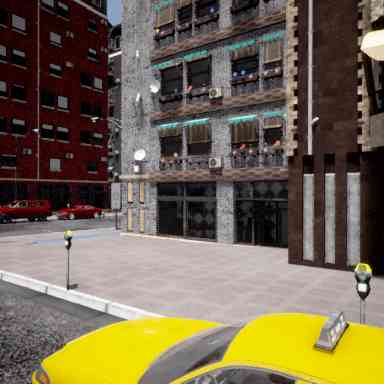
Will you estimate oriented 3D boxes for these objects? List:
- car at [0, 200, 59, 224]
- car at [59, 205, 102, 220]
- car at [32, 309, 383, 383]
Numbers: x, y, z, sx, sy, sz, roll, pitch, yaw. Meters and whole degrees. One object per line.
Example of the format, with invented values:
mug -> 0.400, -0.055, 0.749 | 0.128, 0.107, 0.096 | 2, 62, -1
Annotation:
car -> -14.179, 1.591, 27.655 | 2.192, 1.841, 5.009 | -1, -2, 35
car -> -10.884, 1.923, 32.295 | 1.887, 1.381, 4.507 | -1, -2, 35
car -> 0.718, 1.525, 2.362 | 4.829, 1.417, 1.752 | 0, 0, 36
